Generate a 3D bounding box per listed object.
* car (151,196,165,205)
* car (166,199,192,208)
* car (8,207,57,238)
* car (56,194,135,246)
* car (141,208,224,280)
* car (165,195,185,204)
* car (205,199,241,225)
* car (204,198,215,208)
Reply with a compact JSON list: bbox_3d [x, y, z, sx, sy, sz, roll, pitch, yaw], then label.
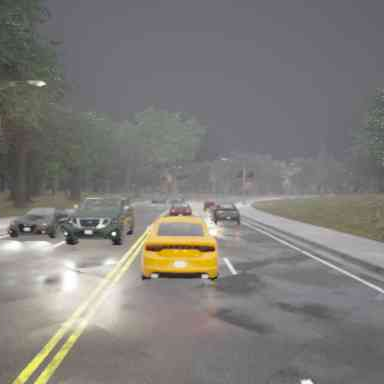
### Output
[{"bbox_3d":[-5.685,1.394,57.812,1.837,1.490,4.892,1,0,10],"label":"car"},{"bbox_3d":[-0.959,1.586,29.061,1.895,1.301,4.718,1,0,-1],"label":"car"},{"bbox_3d":[-7.260,1.431,16.500,1.994,1.385,4.181,1,0,-2],"label":"car"},{"bbox_3d":[-3.969,1.148,15.244,2.150,2.045,5.566,1,0,-2],"label":"car"},{"bbox_3d":[-0.347,1.469,9.933,1.882,1.535,5.008,1,0,-2],"label":"car"},{"bbox_3d":[-2.554,1.283,56.803,2.097,1.767,4.553,1,0,10],"label":"car"},{"bbox_3d":[2.383,1.536,24.633,2.128,1.511,4.902,1,0,-1],"label":"car"},{"bbox_3d":[2.462,1.509,41.529,1.882,1.535,5.008,1,0,3],"label":"car"}]
